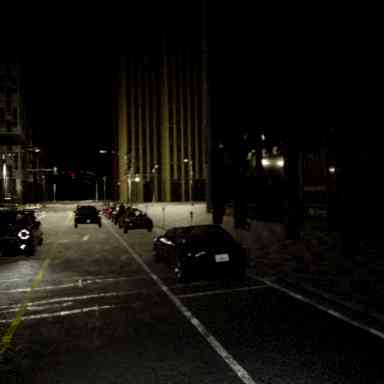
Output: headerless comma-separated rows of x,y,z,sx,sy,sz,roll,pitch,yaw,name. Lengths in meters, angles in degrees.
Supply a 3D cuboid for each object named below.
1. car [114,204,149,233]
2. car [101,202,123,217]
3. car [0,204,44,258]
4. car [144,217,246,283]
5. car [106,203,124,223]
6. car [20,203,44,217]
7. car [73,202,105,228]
-3.568,1.676,20.648,1.752,1.417,4.829,-1,0,-18,car
-8.861,1.861,36.542,2.008,1.369,4.403,-1,0,-18,car
-7.350,1.553,13.469,2.097,1.767,4.553,-1,0,-18,car
0.052,1.603,9.784,1.947,1.339,4.313,-1,0,-18,car
-5.295,1.754,25.838,2.008,1.369,4.403,-1,0,-18,car
-18.730,2.068,39.198,2.008,1.369,4.403,-1,0,-18,car
-7.689,1.773,24.540,1.812,1.442,4.674,-1,0,-18,car
